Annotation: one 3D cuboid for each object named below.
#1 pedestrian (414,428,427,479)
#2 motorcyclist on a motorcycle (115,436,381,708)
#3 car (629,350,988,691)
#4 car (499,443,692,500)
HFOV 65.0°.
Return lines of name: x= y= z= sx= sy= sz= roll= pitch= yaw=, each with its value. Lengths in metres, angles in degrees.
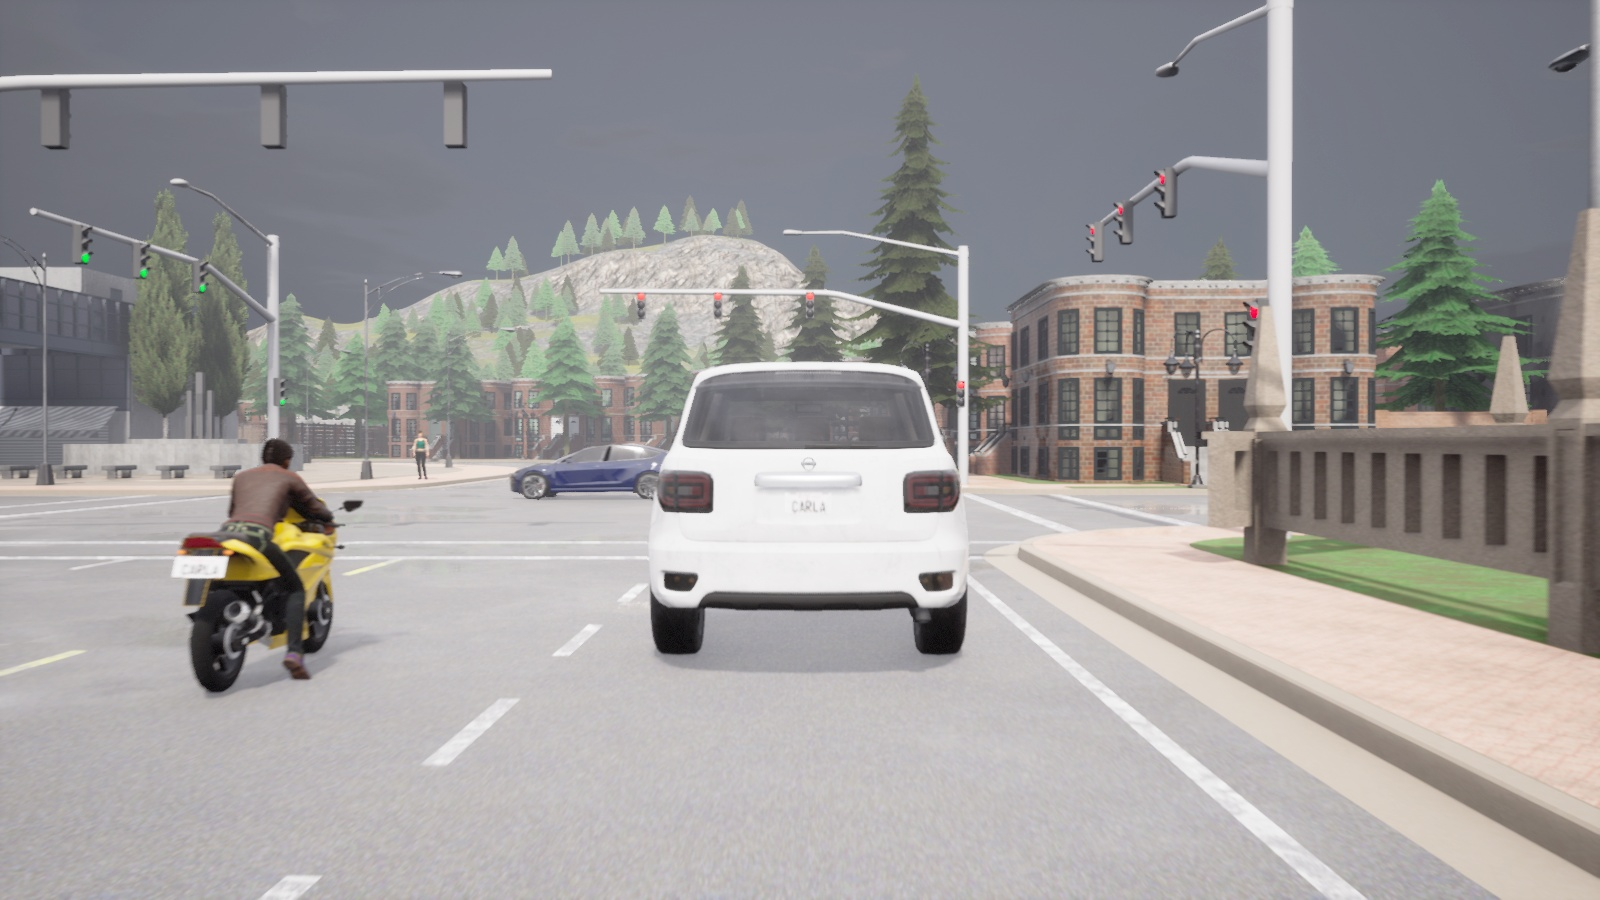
pedestrian: x=-13.789 y=0.136 z=45.592 sx=0.345 sy=1.836 sz=0.594 roll=0 pitch=0 yaw=-6
motorcyclist on a motorcycle: x=-3.439 y=0.680 z=8.066 sx=0.797 sy=1.523 sz=2.044 roll=0 pitch=0 yaw=0
car: x=0.073 y=0.407 z=10.308 sx=2.150 sy=2.045 sz=5.566 roll=0 pitch=0 yaw=0
car: x=-5.373 y=0.552 z=33.534 sx=4.792 sy=1.488 sz=2.163 roll=0 pitch=0 yaw=0
